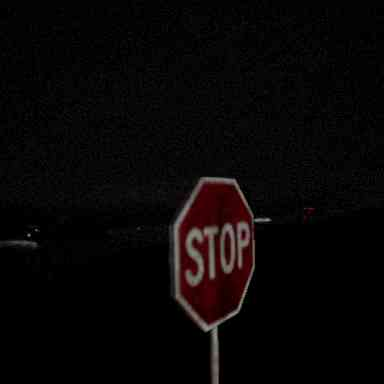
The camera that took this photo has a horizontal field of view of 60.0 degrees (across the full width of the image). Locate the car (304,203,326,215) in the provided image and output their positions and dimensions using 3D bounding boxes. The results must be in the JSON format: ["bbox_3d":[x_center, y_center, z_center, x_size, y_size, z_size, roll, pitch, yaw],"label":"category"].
[{"bbox_3d":[16.947,2.344,45.729,1.837,1.490,4.892,-2,-1,37],"label":"car"}]

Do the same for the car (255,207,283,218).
[{"bbox_3d":[9.836,2.565,42.456,1.895,1.301,4.718,-2,-2,37],"label":"car"}]

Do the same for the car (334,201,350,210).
[{"bbox_3d":[25.988,2.237,57.625,2.128,1.511,4.902,-2,-1,37],"label":"car"}]

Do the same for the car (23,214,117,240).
[{"bbox_3d":[-7.241,2.047,20.376,2.033,1.411,5.357,-2,-3,42],"label":"car"}]
